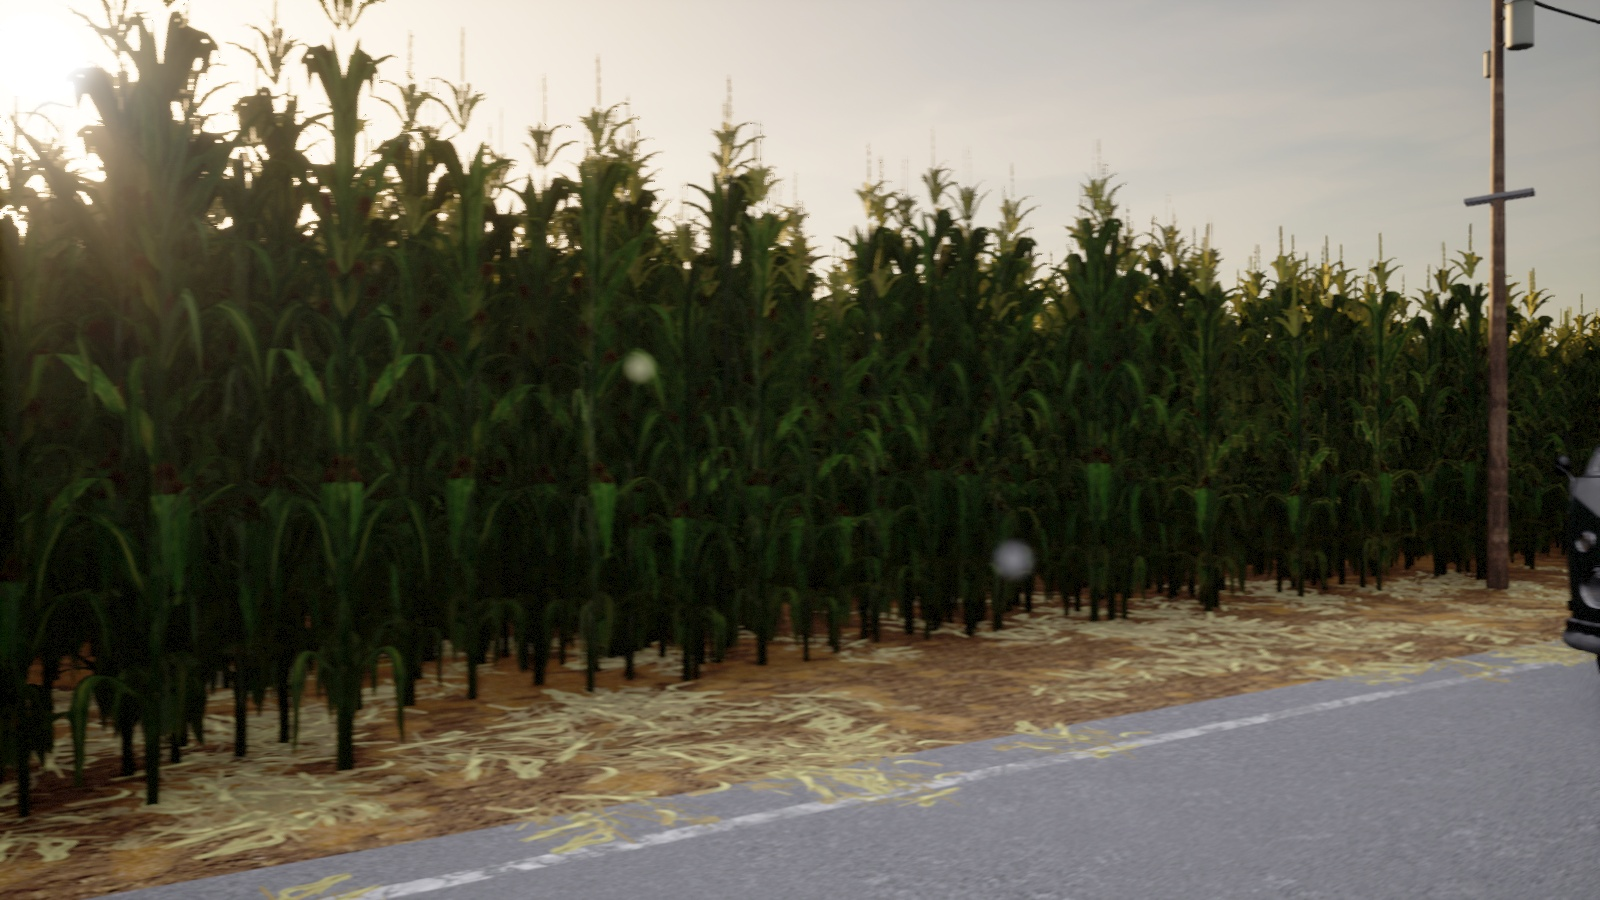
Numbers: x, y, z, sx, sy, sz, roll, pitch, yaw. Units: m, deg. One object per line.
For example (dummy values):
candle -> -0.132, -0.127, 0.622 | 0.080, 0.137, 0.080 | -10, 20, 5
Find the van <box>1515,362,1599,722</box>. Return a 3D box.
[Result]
van -> 6.507, 0.503, 7.790 | 4.442, 1.987, 1.775 | 0, 0, -33
